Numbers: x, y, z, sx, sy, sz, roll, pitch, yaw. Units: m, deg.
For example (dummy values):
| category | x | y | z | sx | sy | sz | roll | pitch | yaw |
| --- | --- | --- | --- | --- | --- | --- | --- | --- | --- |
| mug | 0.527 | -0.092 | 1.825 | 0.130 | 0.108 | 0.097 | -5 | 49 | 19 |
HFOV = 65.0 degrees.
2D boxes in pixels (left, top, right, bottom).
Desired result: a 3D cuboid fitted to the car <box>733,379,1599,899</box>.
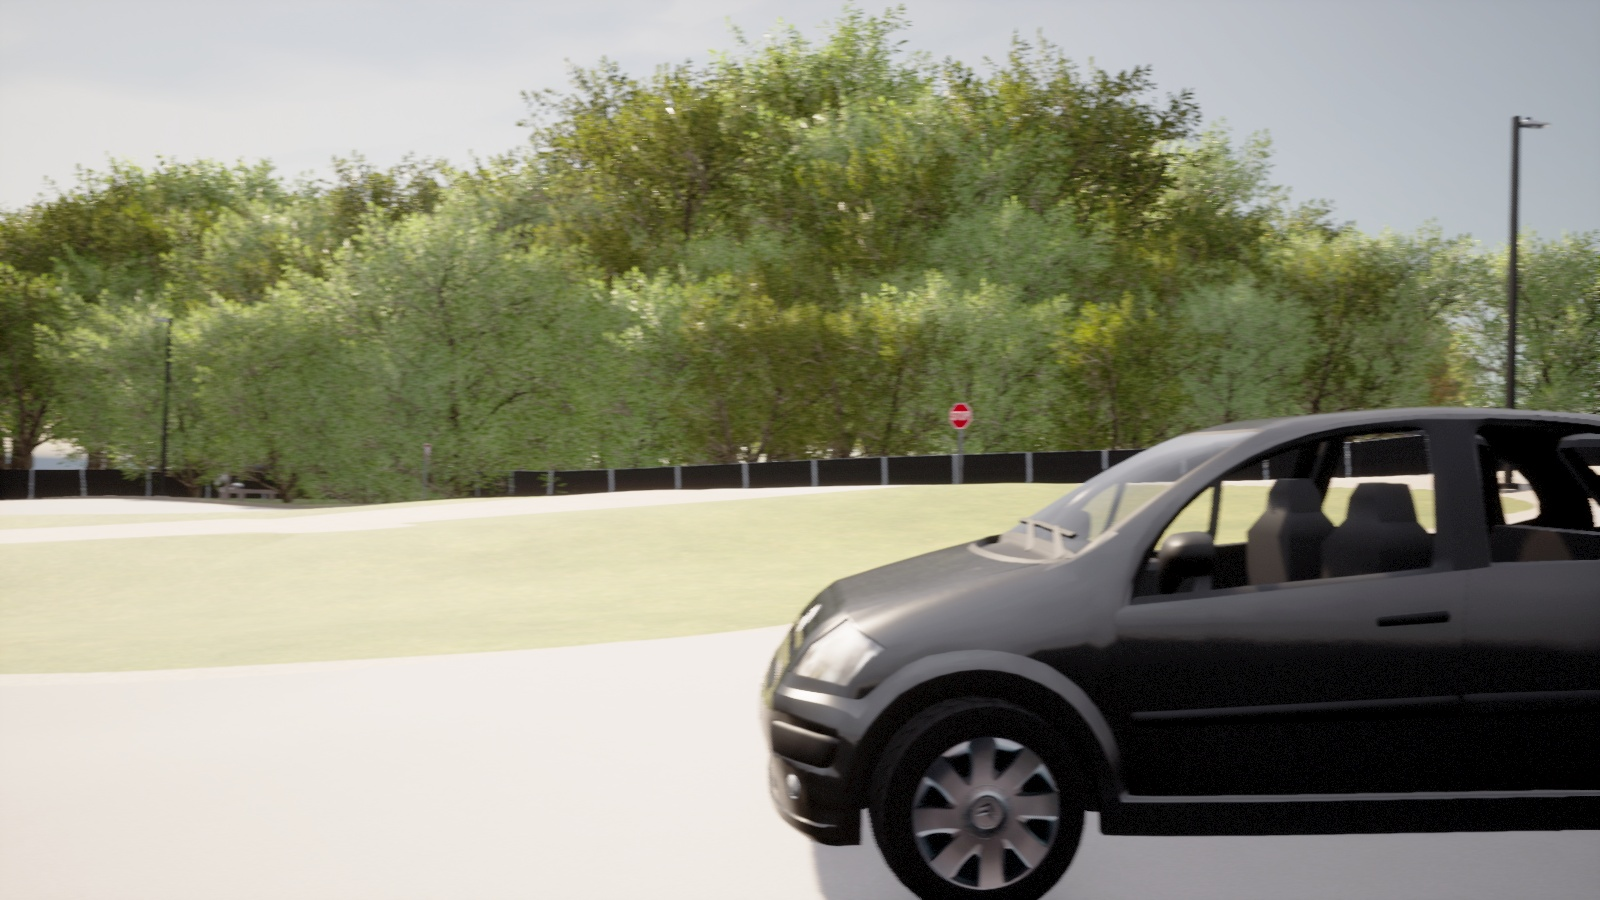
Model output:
| category | x | y | z | sx | sy | sz | roll | pitch | yaw |
| --- | --- | --- | --- | --- | --- | --- | --- | --- | --- |
| car | 1.793 | 0.607 | 4.809 | 3.988 | 1.617 | 1.851 | -1 | 0 | -1 |
